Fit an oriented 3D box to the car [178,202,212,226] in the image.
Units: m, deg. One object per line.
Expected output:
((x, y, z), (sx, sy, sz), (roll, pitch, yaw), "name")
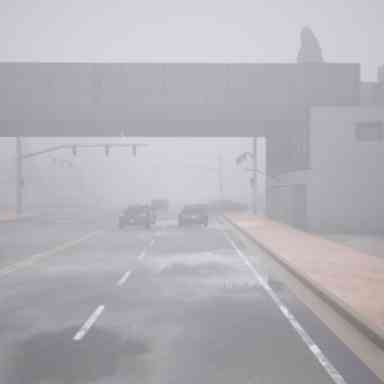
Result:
((0.083, 1.521, 22.871), (1.994, 1.385, 4.181), (0, 0, 0), "car")

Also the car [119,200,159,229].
((-3.423, 1.486, 21.293), (1.812, 1.442, 4.674), (0, 0, 0), "car")

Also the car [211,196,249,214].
((3.382, 1.483, 34.435), (5.357, 1.411, 2.033), (0, 0, -34), "car")

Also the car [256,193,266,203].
((13.140, 1.040, 61.168), (1.932, 1.855, 4.605), (0, 0, 0), "car")

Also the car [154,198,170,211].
((-3.745, 1.434, 39.256), (1.837, 1.490, 4.892), (0, 1, -3), "car")
